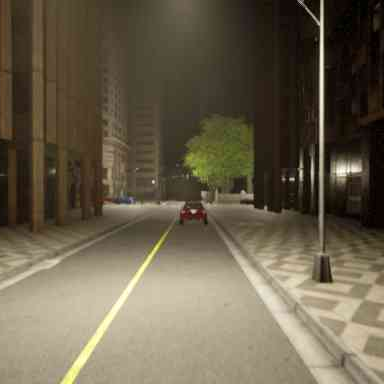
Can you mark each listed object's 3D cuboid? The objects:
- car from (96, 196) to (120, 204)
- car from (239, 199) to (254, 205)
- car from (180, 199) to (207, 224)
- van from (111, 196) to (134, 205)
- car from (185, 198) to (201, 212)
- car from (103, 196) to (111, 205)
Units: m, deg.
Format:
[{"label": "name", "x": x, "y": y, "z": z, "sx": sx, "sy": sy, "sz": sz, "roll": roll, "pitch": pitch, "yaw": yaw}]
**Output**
[{"label": "car", "x": -19.899, "y": 1.779, "z": 79.118, "sx": 5.009, "sy": 1.841, "sz": 2.192, "roll": 0, "pitch": 0, "yaw": 0}, {"label": "car", "x": 12.154, "y": 2.154, "z": 70.398, "sx": 4.313, "sy": 1.339, "sz": 1.947, "roll": 0, "pitch": 0, "yaw": 0}, {"label": "car", "x": 0.130, "y": 1.528, "z": 26.890, "sx": 2.097, "sy": 1.767, "sz": 4.553, "roll": 0, "pitch": 0, "yaw": 0}, {"label": "van", "x": -14.503, "y": 1.880, "z": 70.560, "sx": 3.998, "sy": 1.788, "sz": 1.690, "roll": 0, "pitch": 0, "yaw": 0}, {"label": "car", "x": 0.149, "y": 1.654, "z": 44.649, "sx": 2.097, "sy": 1.767, "sz": 4.553, "roll": 0, "pitch": 0, "yaw": 0}, {"label": "car", "x": -19.943, "y": 1.972, "z": 70.594, "sx": 4.097, "sy": 1.590, "sz": 1.967, "roll": 0, "pitch": 0, "yaw": 0}]
